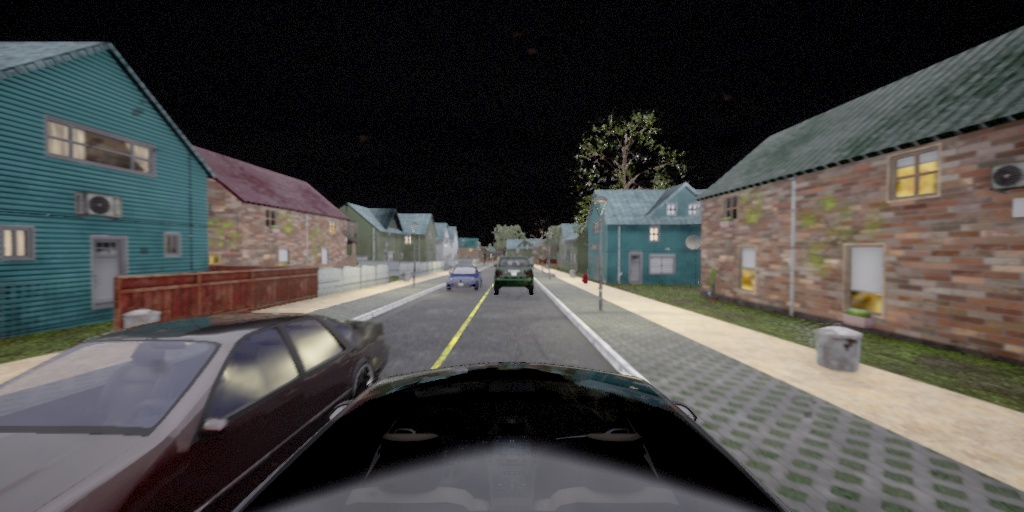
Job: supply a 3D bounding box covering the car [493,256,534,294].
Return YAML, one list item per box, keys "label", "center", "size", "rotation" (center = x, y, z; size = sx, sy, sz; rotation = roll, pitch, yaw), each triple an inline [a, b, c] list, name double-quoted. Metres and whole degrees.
- label: "car"
  center: [0.102, 1.015, 20.806]
  size: [2.150, 2.045, 5.566]
  rotation: [0, 0, 0]

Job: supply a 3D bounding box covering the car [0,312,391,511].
- label: "car"
  center: [-2.802, 1.301, 3.288]
  size: [2.033, 1.411, 5.357]
  rotation: [0, 0, 1]

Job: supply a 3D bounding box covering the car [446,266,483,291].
- label: "car"
  center: [-2.838, 1.324, 22.174]
  size: [1.812, 1.442, 4.674]
  rotation: [0, 0, 0]
